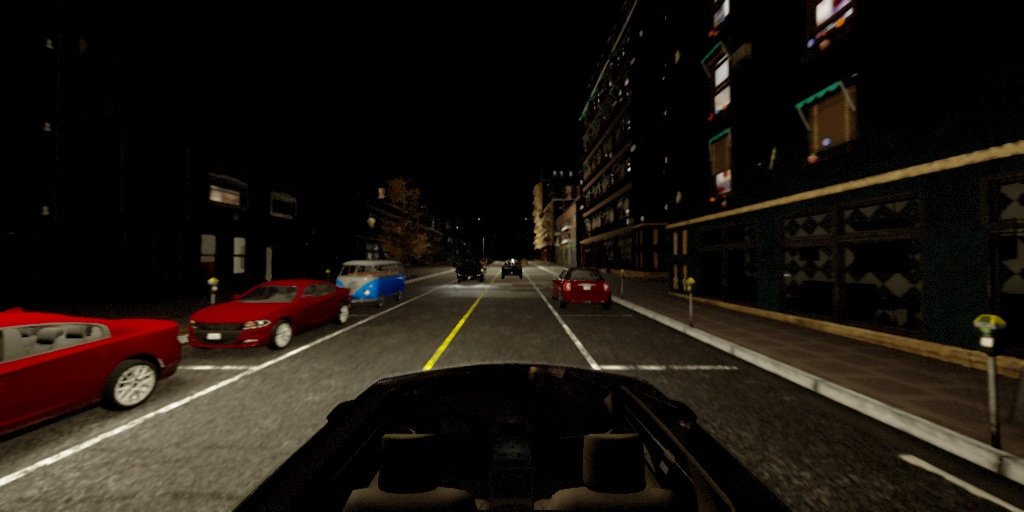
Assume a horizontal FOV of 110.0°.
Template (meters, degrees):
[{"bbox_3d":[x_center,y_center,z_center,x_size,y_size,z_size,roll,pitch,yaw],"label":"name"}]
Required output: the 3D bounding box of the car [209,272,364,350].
[{"bbox_3d":[-5.693,1.283,9.087,1.888,1.381,4.507,0,0,0],"label":"car"}]

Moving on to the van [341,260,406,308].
[{"bbox_3d":[-5.695,1.069,14.775,1.690,1.789,3.998,0,0,0],"label":"van"}]

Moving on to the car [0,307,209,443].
[{"bbox_3d":[-5.767,1.292,3.406,1.888,1.381,4.507,0,0,0],"label":"car"}]

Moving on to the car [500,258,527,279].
[{"bbox_3d":[0.000,1.193,31.947,2.128,1.511,4.902,0,0,0],"label":"car"}]

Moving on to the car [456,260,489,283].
[{"bbox_3d":[-3.010,1.273,27.464,1.837,1.490,4.892,0,0,0],"label":"car"}]

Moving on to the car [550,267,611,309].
[{"bbox_3d":[2.686,1.168,14.839,1.967,1.591,4.097,0,0,0],"label":"car"}]
